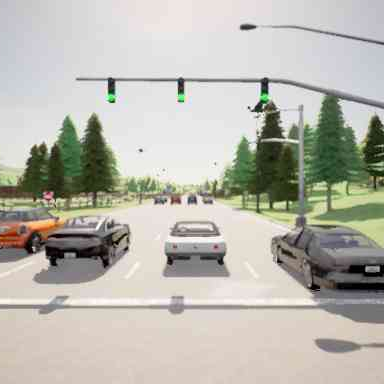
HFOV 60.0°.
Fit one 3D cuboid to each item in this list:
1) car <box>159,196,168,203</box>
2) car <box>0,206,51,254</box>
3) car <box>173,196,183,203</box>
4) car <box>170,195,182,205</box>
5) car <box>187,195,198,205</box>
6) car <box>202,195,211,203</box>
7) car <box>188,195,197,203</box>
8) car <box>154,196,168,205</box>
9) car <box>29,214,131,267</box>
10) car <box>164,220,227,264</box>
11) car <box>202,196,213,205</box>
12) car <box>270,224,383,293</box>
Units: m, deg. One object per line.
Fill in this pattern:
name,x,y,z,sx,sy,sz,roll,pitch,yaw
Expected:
car,-6.941,1.829,81.642,1.837,1.490,4.892,0,0,0
car,-6.891,1.439,14.109,2.097,1.767,4.553,0,0,0
car,-3.441,1.854,81.639,2.128,1.511,4.902,0,0,0
car,-3.449,1.650,71.250,2.150,2.045,5.566,0,0,0
car,0.051,1.650,71.248,2.150,2.045,5.566,0,0,0
car,3.558,1.684,81.605,2.097,1.767,4.553,0,0,0
car,0.058,1.684,81.608,2.097,1.767,4.553,0,0,0
car,-6.949,1.783,71.609,2.097,1.767,4.553,0,0,0
car,-3.393,1.564,11.689,2.128,1.511,4.902,0,0,0
car,0.108,1.675,12.106,1.895,1.301,4.718,0,0,0
car,3.551,1.950,71.213,2.128,1.511,4.902,0,0,0
car,3.604,1.604,9.151,2.033,1.411,5.357,0,0,0
